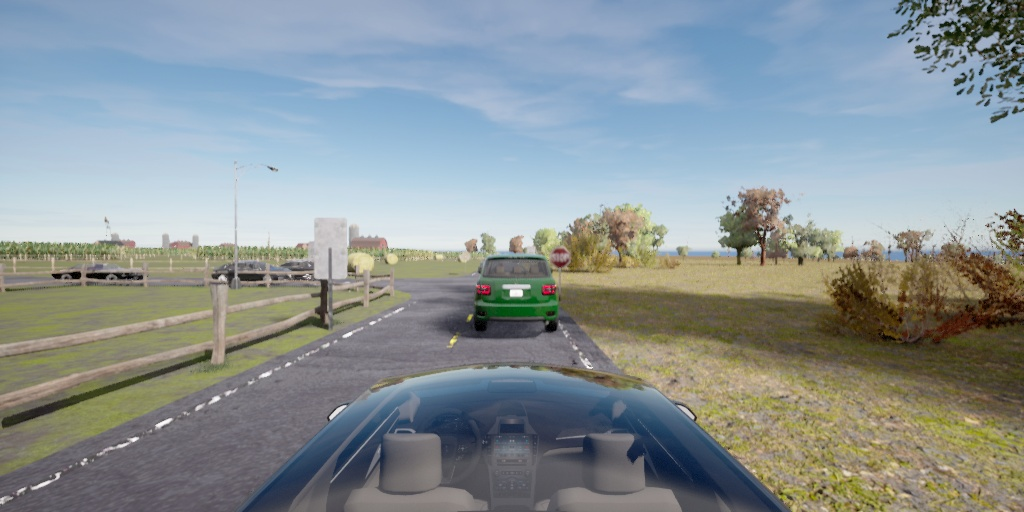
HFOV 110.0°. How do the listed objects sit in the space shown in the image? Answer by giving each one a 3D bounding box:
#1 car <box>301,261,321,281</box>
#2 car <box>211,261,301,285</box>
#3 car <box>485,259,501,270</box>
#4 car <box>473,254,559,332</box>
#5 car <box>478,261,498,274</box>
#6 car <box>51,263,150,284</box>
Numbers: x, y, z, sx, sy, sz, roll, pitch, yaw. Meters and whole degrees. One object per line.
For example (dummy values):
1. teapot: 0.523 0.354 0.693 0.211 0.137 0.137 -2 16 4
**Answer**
1. car: -16.321 1.090 27.115 4.892 1.490 1.837 0 0 0
2. car: -17.354 1.119 24.150 4.892 1.490 1.837 0 1 0
3. car: -2.722 1.225 52.361 2.033 1.411 5.357 0 0 0
4. car: 0.113 0.952 10.979 2.150 2.045 5.566 0 0 0
5. car: -2.748 1.251 41.525 1.994 1.385 4.181 0 0 1
6. car: -27.452 1.146 24.066 4.718 1.301 1.895 0 1 0
